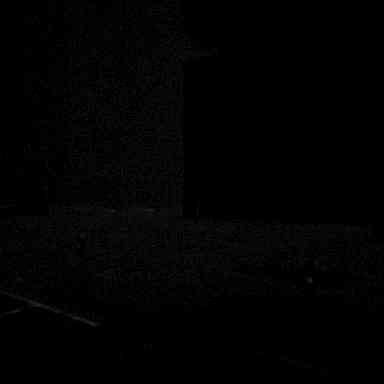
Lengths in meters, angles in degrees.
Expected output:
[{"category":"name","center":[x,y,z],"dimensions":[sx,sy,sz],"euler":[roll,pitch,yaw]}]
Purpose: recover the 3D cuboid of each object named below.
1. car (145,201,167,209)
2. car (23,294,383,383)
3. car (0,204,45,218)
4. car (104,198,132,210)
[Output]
[{"category":"car","center":[-6.950,2.528,63.761],"dimensions":[1.882,1.535,5.008],"euler":[0,-2,36]},{"category":"car","center":[0.434,1.569,2.655],"dimensions":[4.313,1.339,1.947],"euler":[0,0,35]},{"category":"car","center":[-18.664,2.007,36.283],"dimensions":[2.033,1.411,5.357],"euler":[0,-1,36]},{"category":"car","center":[-13.367,2.162,60.459],"dimensions":[2.150,2.045,5.566],"euler":[0,-1,36]}]
